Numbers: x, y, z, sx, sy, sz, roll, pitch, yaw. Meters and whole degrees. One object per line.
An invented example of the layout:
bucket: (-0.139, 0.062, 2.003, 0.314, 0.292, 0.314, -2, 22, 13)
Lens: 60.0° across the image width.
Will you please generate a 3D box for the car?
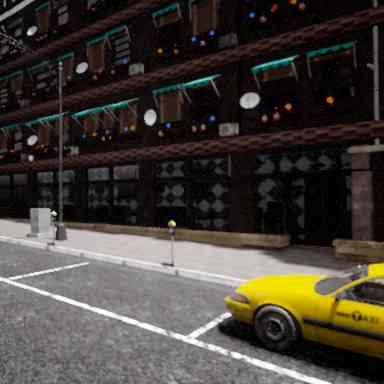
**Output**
car: (2.793, 1.560, 4.536, 4.829, 1.417, 1.752, 1, -1, 35)
